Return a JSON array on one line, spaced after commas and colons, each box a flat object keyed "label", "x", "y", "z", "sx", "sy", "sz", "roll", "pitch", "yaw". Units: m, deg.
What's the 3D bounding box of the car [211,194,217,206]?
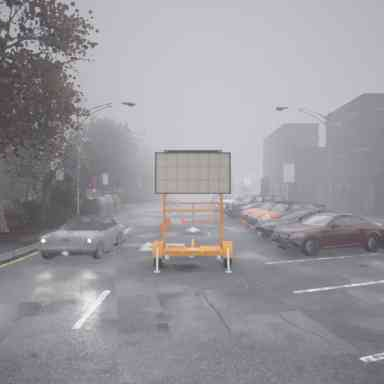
[{"label": "car", "x": 5.441, "y": 1.271, "z": 36.941, "sx": 5.566, "sy": 2.045, "sz": 2.435, "roll": 1, "pitch": 0, "yaw": -20}]

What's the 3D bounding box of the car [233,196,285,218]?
[{"label": "car", "x": 5.409, "y": 1.370, "z": 21.949, "sx": 4.553, "sy": 1.767, "sz": 2.185, "roll": 1, "pitch": 0, "yaw": -20}]

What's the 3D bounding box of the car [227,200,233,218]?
[{"label": "car", "x": 5.389, "y": 1.539, "z": 24.946, "sx": 4.674, "sy": 1.452, "sz": 2.002, "roll": 1, "pitch": 0, "yaw": -20}]

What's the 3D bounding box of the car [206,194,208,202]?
[{"label": "car", "x": 5.620, "y": 1.392, "z": 70.013, "sx": 5.566, "sy": 2.045, "sz": 2.435, "roll": 1, "pitch": 0, "yaw": -20}]

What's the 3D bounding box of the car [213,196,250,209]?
[{"label": "car", "x": 5.485, "y": 1.425, "z": 45.956, "sx": 4.553, "sy": 1.767, "sz": 2.185, "roll": 1, "pitch": 0, "yaw": -20}]

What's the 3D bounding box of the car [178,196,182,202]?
[{"label": "car", "x": -3.554, "y": 1.746, "z": 82.764, "sx": 1.812, "sy": 1.442, "sz": 4.674, "roll": 0, "pitch": 0, "yaw": 5}]

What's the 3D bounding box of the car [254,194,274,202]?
[{"label": "car", "x": 18.635, "y": 1.464, "z": 85.965, "sx": 2.435, "sy": 2.045, "sz": 5.566, "roll": 0, "pitch": 0, "yaw": -21}]

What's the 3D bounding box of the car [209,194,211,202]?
[{"label": "car", "x": 5.580, "y": 1.447, "z": 51.972, "sx": 4.553, "sy": 1.767, "sz": 2.185, "roll": 1, "pitch": 0, "yaw": -20}]

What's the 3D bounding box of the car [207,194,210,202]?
[{"label": "car", "x": 5.552, "y": 1.584, "z": 54.975, "sx": 5.008, "sy": 1.535, "sz": 2.097, "roll": 1, "pitch": -1, "yaw": -20}]

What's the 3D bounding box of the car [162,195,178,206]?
[{"label": "car", "x": -3.938, "y": 1.456, "z": 56.639, "sx": 2.097, "sy": 1.767, "sz": 4.553, "roll": 0, "pitch": 0, "yaw": 0}]

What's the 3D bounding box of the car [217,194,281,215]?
[{"label": "car", "x": 5.400, "y": 1.252, "z": 27.924, "sx": 5.566, "sy": 2.045, "sz": 2.435, "roll": 1, "pitch": 0, "yaw": -20}]

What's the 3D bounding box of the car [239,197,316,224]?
[{"label": "car", "x": 5.393, "y": 1.366, "z": 18.948, "sx": 4.553, "sy": 1.767, "sz": 2.185, "roll": 1, "pitch": 0, "yaw": -20}]

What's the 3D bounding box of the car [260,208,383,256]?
[{"label": "car", "x": 5.337, "y": 1.528, "z": 12.936, "sx": 4.674, "sy": 1.452, "sz": 2.002, "roll": 1, "pitch": 0, "yaw": -20}]

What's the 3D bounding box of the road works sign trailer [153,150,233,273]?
[{"label": "road works sign trailer", "x": 0.028, "y": 0.465, "z": 10.679, "sx": 2.380, "sy": 3.560, "sz": 2.880, "roll": 0, "pitch": 0, "yaw": 0}]

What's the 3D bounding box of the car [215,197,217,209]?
[{"label": "car", "x": 5.254, "y": 1.504, "z": 30.882, "sx": 5.366, "sy": 1.575, "sz": 1.946, "roll": 1, "pitch": 0, "yaw": -20}]

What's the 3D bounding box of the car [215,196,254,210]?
[{"label": "car", "x": 5.468, "y": 1.414, "z": 42.954, "sx": 4.553, "sy": 1.767, "sz": 2.185, "roll": 1, "pitch": 0, "yaw": -20}]

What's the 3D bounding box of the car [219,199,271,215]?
[{"label": "car", "x": 5.417, "y": 1.545, "z": 33.939, "sx": 4.792, "sy": 1.488, "sz": 2.163, "roll": 1, "pitch": 0, "yaw": -20}]

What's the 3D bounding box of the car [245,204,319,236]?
[{"label": "car", "x": 5.319, "y": 1.518, "z": 15.928, "sx": 4.792, "sy": 1.488, "sz": 2.163, "roll": 1, "pitch": 0, "yaw": -20}]

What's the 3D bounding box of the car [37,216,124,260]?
[{"label": "car", "x": -3.926, "y": 1.603, "z": 12.535, "sx": 1.895, "sy": 1.301, "sz": 4.718, "roll": 0, "pitch": 0, "yaw": 0}]
